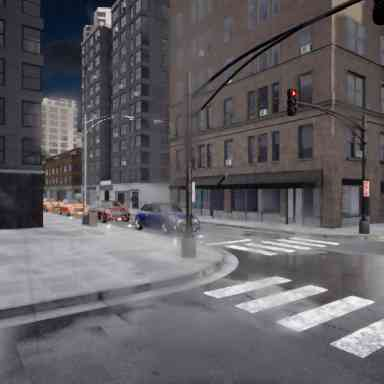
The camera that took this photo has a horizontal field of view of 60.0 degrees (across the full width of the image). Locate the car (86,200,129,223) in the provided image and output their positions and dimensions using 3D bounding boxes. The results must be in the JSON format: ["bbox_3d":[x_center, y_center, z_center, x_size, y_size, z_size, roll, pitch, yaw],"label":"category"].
[{"bbox_3d":[-6.713,1.460,26.741,2.097,1.767,4.553,0,0,-35],"label":"car"}]

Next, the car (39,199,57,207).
[{"bbox_3d":[-24.835,1.864,57.164,1.895,1.301,4.718,0,0,-35],"label":"car"}]

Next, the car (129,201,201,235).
[{"bbox_3d":[-1.513,1.421,19.459,2.097,1.767,4.553,0,0,-38],"label":"car"}]

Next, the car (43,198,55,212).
[{"bbox_3d":[-17.924,1.543,42.487,2.097,1.767,4.553,0,0,-35],"label":"car"}]

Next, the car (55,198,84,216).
[{"bbox_3d":[-12.313,1.502,34.610,2.097,1.767,4.553,0,0,-35],"label":"car"}]
